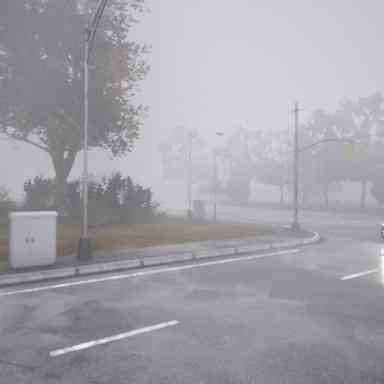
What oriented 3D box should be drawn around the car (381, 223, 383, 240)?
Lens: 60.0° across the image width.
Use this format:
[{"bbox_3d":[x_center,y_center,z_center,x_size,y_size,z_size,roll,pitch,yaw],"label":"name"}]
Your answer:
[{"bbox_3d":[11.134,1.503,16.117,4.553,1.767,2.097,1,0,-36],"label":"car"}]
